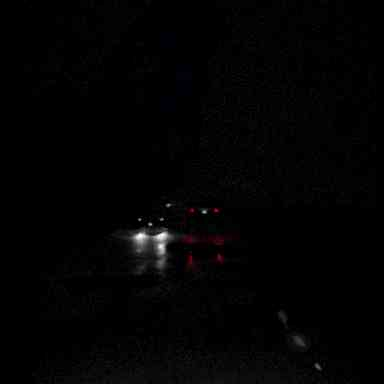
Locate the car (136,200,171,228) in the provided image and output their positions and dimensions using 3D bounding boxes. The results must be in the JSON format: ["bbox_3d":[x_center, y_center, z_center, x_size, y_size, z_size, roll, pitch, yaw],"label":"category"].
[{"bbox_3d":[-2.439,1.528,22.326,2.033,1.411,5.357,0,0,1],"label":"car"}]

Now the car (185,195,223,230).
[{"bbox_3d":[0.753,1.205,21.359,2.150,2.045,5.566,0,0,1],"label":"car"}]

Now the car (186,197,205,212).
[{"bbox_3d":[0.339,1.449,39.686,1.882,1.535,5.008,0,0,-3],"label":"car"}]

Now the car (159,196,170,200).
[{"bbox_3d":[-5.239,1.439,63.730,1.882,1.535,5.008,0,0,-8],"label":"car"}]
